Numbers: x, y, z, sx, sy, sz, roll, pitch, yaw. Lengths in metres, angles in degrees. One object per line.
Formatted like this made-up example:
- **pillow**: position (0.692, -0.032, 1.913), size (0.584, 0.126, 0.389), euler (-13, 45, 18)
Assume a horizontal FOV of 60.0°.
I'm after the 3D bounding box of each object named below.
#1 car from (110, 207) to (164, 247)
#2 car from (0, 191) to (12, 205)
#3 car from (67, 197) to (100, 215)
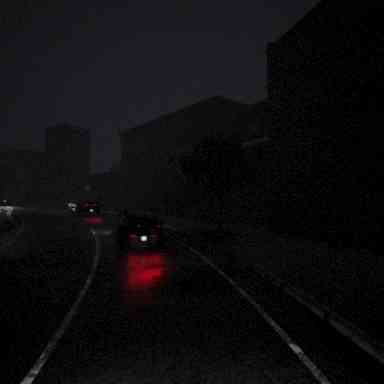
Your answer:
- **car**: position (-2.479, 1.441, 14.763), size (1.837, 1.490, 4.892), euler (1, 1, -16)
- **car**: position (-21.741, 0.644, 36.950), size (4.902, 1.511, 2.128), euler (3, -1, 38)
- **car**: position (-9.534, 1.198, 29.137), size (1.837, 1.490, 4.892), euler (3, 0, -34)
